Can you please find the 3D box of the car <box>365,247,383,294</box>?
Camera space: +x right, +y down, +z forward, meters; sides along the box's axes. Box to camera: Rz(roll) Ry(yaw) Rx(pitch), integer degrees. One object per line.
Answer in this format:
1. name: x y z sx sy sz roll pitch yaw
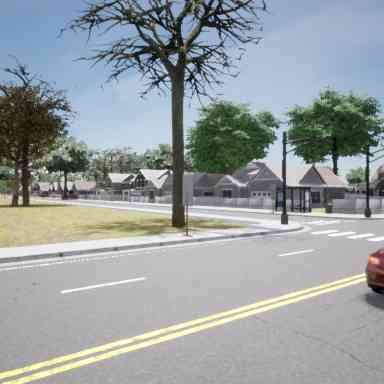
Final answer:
1. car: 5.704 1.525 7.486 4.674 1.442 1.812 0 0 -36
